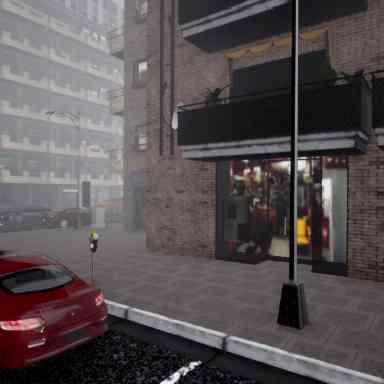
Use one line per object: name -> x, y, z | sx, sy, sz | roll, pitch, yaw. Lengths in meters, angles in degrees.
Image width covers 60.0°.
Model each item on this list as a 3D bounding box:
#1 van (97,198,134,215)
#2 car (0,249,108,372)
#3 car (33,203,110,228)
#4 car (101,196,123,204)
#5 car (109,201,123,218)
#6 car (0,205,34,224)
van -> -8.636, 1.606, 37.821 | 1.690, 1.788, 3.998 | 0, -1, 36
car -> -3.085, 1.582, 5.205 | 4.206, 1.307, 1.802 | 0, 0, 36
car -> -8.461, 1.756, 23.702 | 1.887, 1.381, 4.507 | 0, -1, 36
car -> -7.761, 1.485, 34.612 | 2.150, 2.045, 5.566 | 1, 0, 36
car -> -5.204, 1.835, 32.695 | 2.033, 1.411, 5.357 | 1, 0, 36
car -> -13.244, 1.727, 26.979 | 1.994, 1.385, 4.181 | 1, 0, 36
